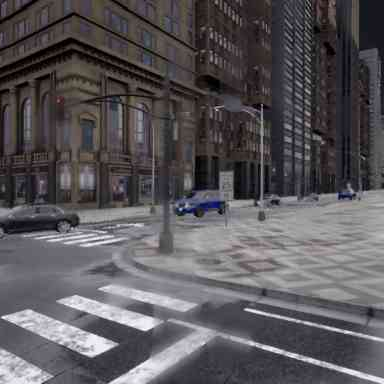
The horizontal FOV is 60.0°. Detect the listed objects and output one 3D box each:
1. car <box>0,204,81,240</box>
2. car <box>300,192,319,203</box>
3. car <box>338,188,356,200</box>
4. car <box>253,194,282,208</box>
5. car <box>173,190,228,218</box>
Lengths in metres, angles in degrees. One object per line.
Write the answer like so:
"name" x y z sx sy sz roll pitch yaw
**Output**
"car" -7.970 1.359 16.219 4.892 1.490 1.837 -1 1 -41
"car" 17.900 0.781 50.488 2.128 1.511 4.902 0 1 36
"car" 27.014 0.363 57.879 2.150 2.045 5.566 0 1 36
"car" 8.642 0.978 37.732 2.128 1.511 4.902 0 1 36
"car" 0.799 0.885 26.805 2.150 2.045 5.566 0 1 36
